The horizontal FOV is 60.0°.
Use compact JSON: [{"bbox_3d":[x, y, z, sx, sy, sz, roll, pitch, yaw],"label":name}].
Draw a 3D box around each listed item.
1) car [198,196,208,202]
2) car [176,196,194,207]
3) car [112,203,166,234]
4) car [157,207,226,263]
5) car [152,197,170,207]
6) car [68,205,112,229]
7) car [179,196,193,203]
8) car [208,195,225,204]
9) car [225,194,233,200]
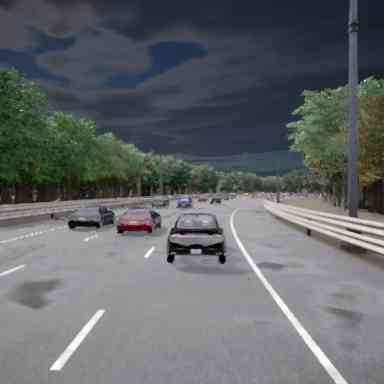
[{"bbox_3d":[2.662,1.549,73.435,1.895,1.301,4.718,0,0,10],"label":"car"},{"bbox_3d":[-0.908,1.534,46.732,1.812,1.442,4.674,0,0,6],"label":"car"},{"bbox_3d":[-2.975,1.564,19.457,1.994,1.385,4.181,0,0,3],"label":"car"},{"bbox_3d":[0.190,1.496,11.999,2.128,1.511,4.902,0,0,2],"label":"car"},{"bbox_3d":[-4.408,1.488,47.037,2.128,1.511,4.902,0,0,6],"label":"car"},{"bbox_3d":[-6.372,1.558,21.588,1.994,1.385,4.181,0,0,3],"label":"car"},{"bbox_3d":[-1.261,1.493,71.275,2.033,1.411,5.357,0,0,10],"label":"car"},{"bbox_3d":[4.714,1.495,63.836,1.837,1.490,4.892,0,0,8],"label":"car"},{"bbox_3d":[8.723,1.452,86.980,2.128,1.511,4.902,0,0,12],"label":"car"}]
